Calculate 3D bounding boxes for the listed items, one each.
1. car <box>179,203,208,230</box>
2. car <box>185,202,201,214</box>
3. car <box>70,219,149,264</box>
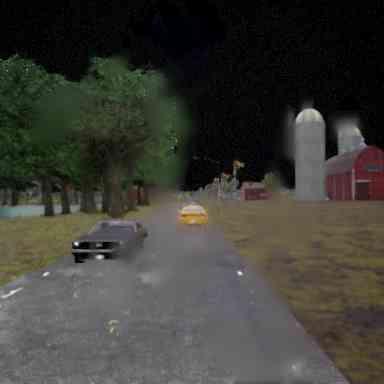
[{"bbox_3d":[0.090,1.681,22.877,1.882,1.535,5.008,0,-1,0],"label":"car"},{"bbox_3d":[0.089,2.022,42.749,1.895,1.301,4.718,0,-1,0],"label":"car"},{"bbox_3d":[-2.821,1.702,12.343,1.895,1.301,4.718,0,-1,0],"label":"car"}]
